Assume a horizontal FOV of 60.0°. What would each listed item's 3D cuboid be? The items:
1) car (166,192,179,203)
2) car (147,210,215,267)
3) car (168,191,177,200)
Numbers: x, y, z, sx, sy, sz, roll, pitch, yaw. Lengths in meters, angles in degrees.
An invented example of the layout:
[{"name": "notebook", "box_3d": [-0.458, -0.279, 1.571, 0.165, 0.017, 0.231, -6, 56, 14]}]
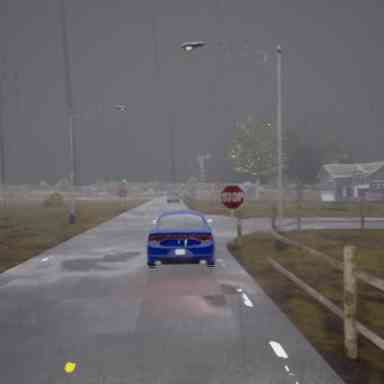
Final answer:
[{"name": "car", "box_3d": [-3.233, 1.166, 56.865, 1.994, 1.385, 4.181, -1, 0, -3]}, {"name": "car", "box_3d": [-0.318, 1.337, 10.895, 1.882, 1.535, 5.008, -1, 1, -1]}, {"name": "car", "box_3d": [-4.576, 0.766, 77.563, 2.150, 2.045, 5.566, -1, 0, -3]}]
